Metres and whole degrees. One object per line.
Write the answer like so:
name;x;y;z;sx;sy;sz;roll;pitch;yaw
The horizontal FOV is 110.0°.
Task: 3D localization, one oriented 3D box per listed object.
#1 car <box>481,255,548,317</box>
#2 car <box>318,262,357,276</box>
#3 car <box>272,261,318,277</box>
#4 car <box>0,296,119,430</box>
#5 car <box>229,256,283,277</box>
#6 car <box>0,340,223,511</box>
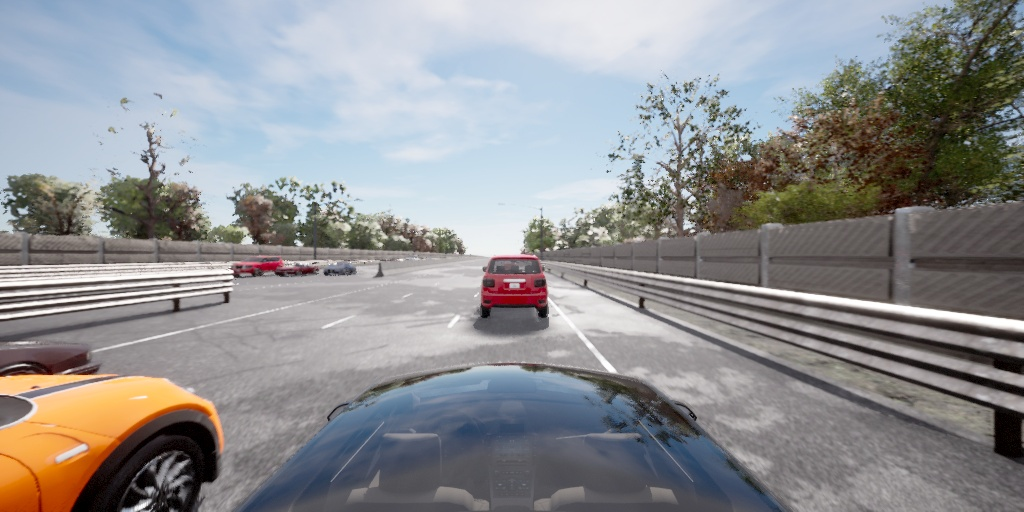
car;0.062;0.974;13.328;2.150;2.045;5.566;0;0;0
car;-17.872;1.325;37.392;1.994;1.385;4.181;0;0;-1
car;-21.353;1.362;35.936;1.895;1.301;4.718;0;0;-1
car;-6.901;1.299;2.684;2.033;1.411;5.357;0;0;0
car;-24.842;0.982;35.245;2.150;2.045;5.566;0;0;-1
car;-3.406;1.103;1.019;2.097;1.767;4.553;0;0;0
